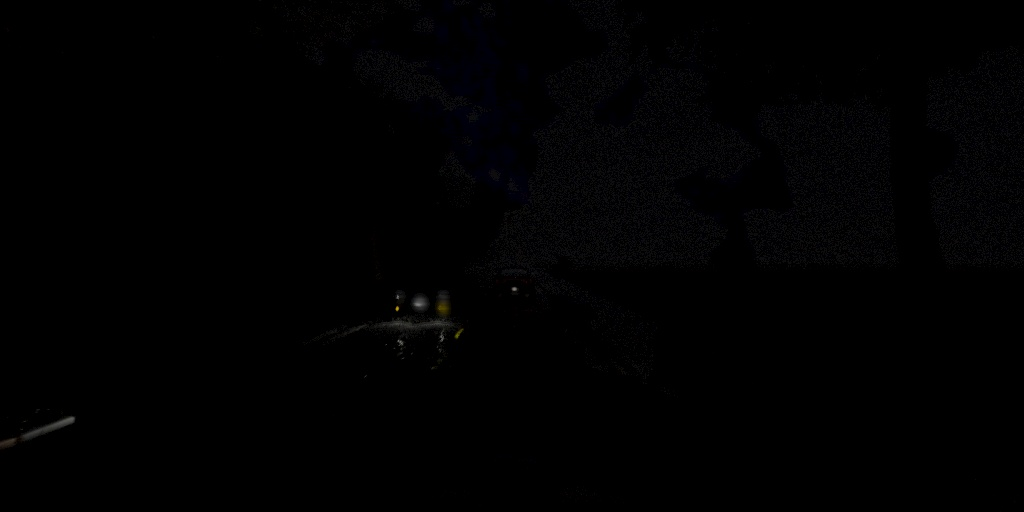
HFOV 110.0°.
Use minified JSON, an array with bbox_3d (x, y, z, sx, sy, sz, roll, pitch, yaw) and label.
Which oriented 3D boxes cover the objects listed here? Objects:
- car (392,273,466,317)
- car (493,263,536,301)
[{"bbox_3d":[-2.849,1.318,13.089,1.994,1.385,4.181,0,0,0],"label":"car"},{"bbox_3d":[0.102,1.232,17.509,1.882,1.535,5.008,0,0,0],"label":"car"}]
